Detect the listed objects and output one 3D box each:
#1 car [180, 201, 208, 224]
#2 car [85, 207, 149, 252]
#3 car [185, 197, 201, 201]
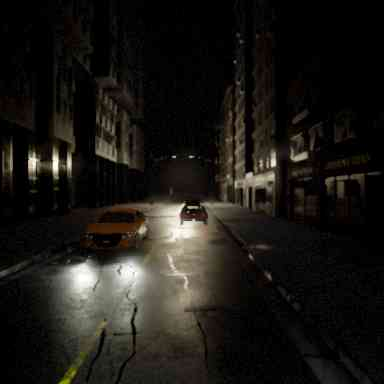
[{"bbox_3d":[0.123,1.556,24.166,1.895,1.301,4.718,0,0,0],"label":"car"},{"bbox_3d":[-2.988,1.453,14.065,1.882,1.535,5.008,0,0,0],"label":"car"},{"bbox_3d":[0.141,1.394,44.352,1.882,1.535,5.008,0,0,0],"label":"car"}]
